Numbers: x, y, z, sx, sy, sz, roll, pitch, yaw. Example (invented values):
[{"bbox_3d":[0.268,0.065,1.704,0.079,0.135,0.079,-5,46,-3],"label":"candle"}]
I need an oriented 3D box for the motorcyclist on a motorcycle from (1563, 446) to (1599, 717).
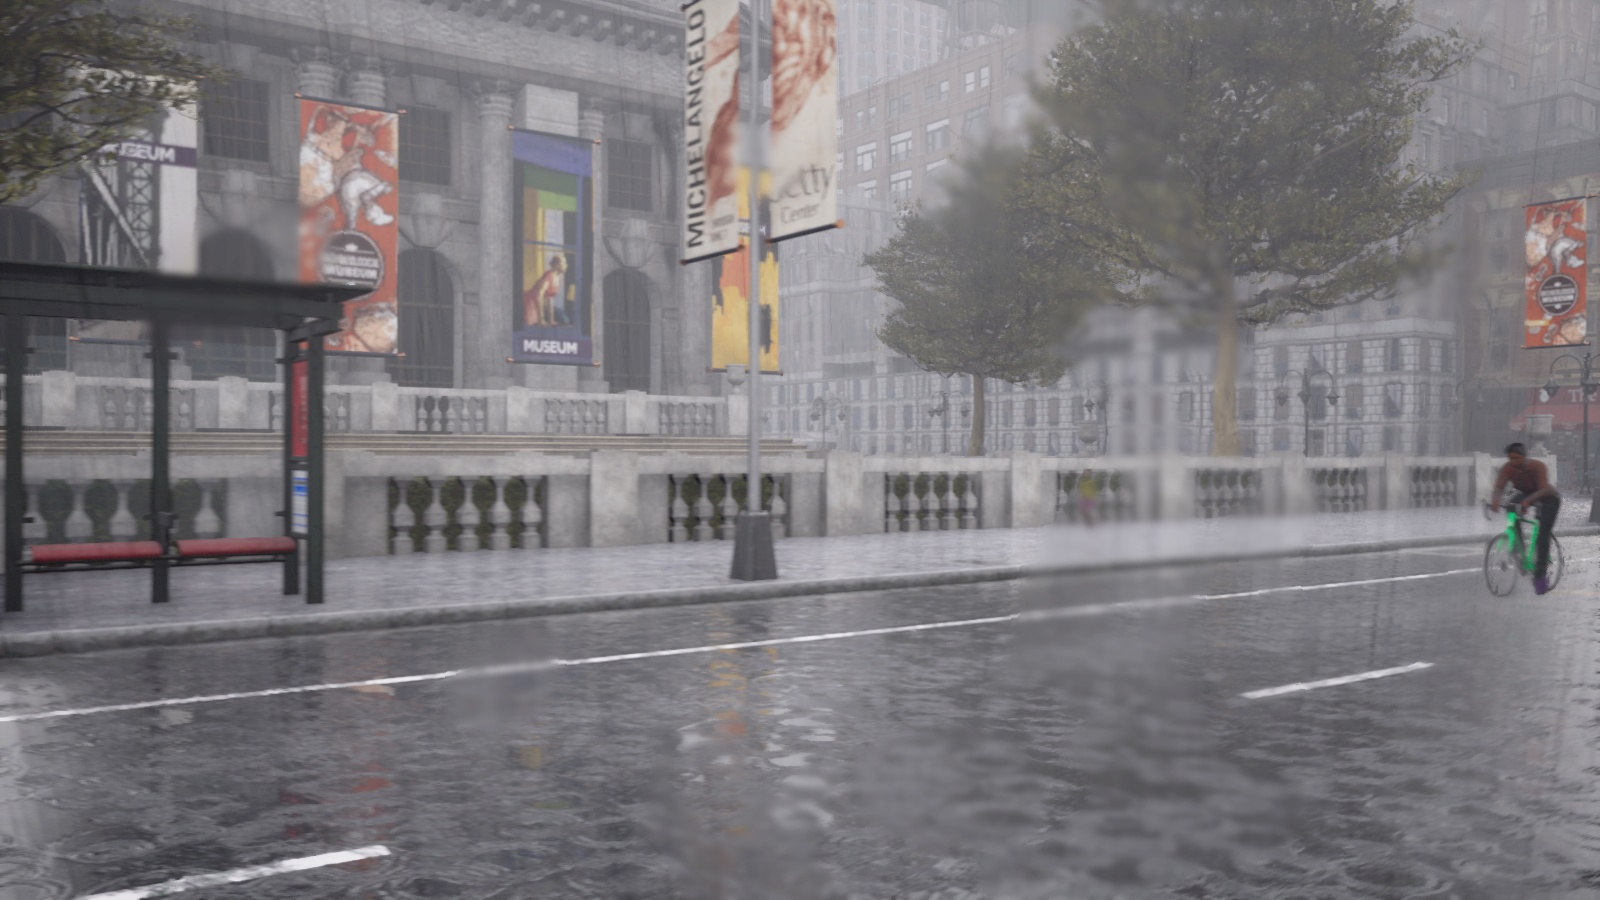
[{"bbox_3d":[5.446,0.734,7.475,2.044,1.523,0.797,0,0,-36],"label":"motorcyclist on a motorcycle"}]

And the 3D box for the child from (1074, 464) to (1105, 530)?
[{"bbox_3d":[5.178,0.827,22.428,0.473,1.160,0.299,0,0,-35],"label":"child"}]

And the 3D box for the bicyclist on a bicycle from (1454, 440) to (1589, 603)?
[{"bbox_3d":[7.647,0.714,13.288,1.656,1.620,0.582,-1,0,-36],"label":"bicyclist on a bicycle"}]
